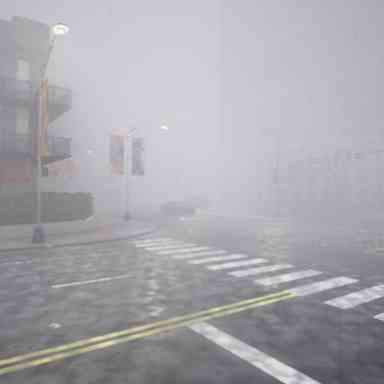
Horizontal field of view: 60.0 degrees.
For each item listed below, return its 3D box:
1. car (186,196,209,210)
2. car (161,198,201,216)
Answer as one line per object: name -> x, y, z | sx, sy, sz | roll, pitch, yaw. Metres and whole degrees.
car -> 0.223, 1.567, 47.652 | 2.150, 2.045, 5.566 | 1, 0, -33
car -> -1.514, 1.721, 35.938 | 1.882, 1.535, 5.008 | 1, -1, -35
